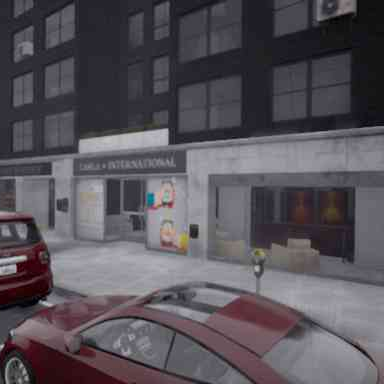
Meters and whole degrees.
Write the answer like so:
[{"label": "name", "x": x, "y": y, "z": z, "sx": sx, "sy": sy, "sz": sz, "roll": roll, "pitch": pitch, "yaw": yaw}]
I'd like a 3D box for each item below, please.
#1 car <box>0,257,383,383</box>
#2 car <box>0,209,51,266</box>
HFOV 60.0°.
[{"label": "car", "x": -0.135, "y": 1.565, "z": 3.169, "sx": 4.206, "sy": 1.307, "sz": 1.802, "roll": 1, "pitch": 1, "yaw": 35}, {"label": "car", "x": -4.748, "y": 1.244, "z": 6.445, "sx": 5.009, "sy": 1.841, "sz": 2.192, "roll": 1, "pitch": 1, "yaw": 35}]
